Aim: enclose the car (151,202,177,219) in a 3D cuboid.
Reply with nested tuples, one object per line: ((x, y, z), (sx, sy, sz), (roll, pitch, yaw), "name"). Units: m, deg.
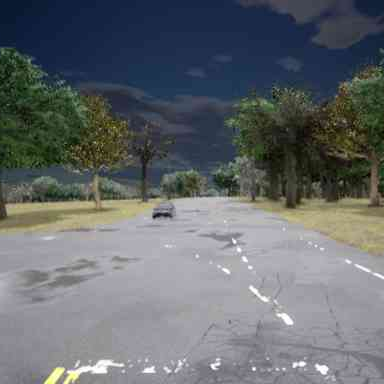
((-2.478, 1.673, 30.881), (2.033, 1.411, 5.357), (-1, 1, 2), "car")
